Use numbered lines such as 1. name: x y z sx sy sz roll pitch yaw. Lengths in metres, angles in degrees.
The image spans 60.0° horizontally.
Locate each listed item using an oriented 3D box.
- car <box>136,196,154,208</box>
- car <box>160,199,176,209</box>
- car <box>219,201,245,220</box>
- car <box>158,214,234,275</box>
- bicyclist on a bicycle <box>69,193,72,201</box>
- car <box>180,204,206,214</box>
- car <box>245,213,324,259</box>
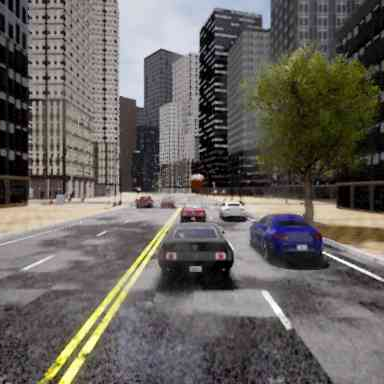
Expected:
1. car: -6.521 1.318 46.421 2.097 1.767 4.553 0 0 0
2. car: -3.277 1.569 45.775 1.895 1.301 4.718 0 0 1
3. car: 3.349 1.516 27.925 1.812 1.442 4.674 0 0 0
4. car: 0.099 1.601 10.378 1.895 1.301 4.718 0 0 0
5. bicyclist on a bicycle: -24.710 1.070 67.599 0.582 1.620 1.656 0 1 1
6. car: 0.100 1.593 25.738 1.895 1.301 4.718 0 0 0
7. car: 3.349 1.525 12.421 1.812 1.442 4.674 0 0 0
